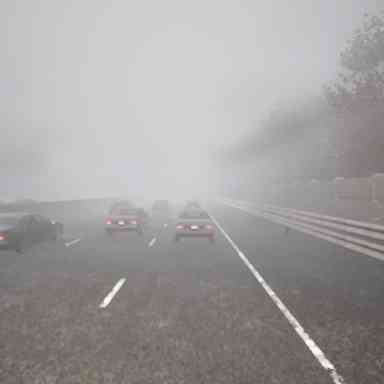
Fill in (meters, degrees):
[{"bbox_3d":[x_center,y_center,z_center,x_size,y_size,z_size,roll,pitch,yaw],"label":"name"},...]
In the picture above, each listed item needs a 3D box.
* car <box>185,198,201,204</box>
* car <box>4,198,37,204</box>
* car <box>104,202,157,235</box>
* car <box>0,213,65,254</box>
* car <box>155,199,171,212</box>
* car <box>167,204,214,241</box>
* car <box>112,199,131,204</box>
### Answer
[{"bbox_3d":[0.099,1.483,40.181,1.812,1.442,4.674,0,0,0],"label":"car"},{"bbox_3d":[-17.501,1.379,34.202,1.837,1.490,4.892,0,0,0],"label":"car"},{"bbox_3d":[-3.399,1.520,18.468,2.033,1.411,5.357,0,0,0],"label":"car"},{"bbox_3d":[-6.896,1.526,13.280,2.033,1.411,5.357,0,0,0],"label":"car"},{"bbox_3d":[-3.399,1.507,37.163,2.033,1.411,5.357,0,0,0],"label":"car"},{"bbox_3d":[0.101,1.522,16.408,2.033,1.411,5.357,0,0,0],"label":"car"},{"bbox_3d":[-6.904,1.467,33.235,1.837,1.490,4.892,0,0,0],"label":"car"}]
